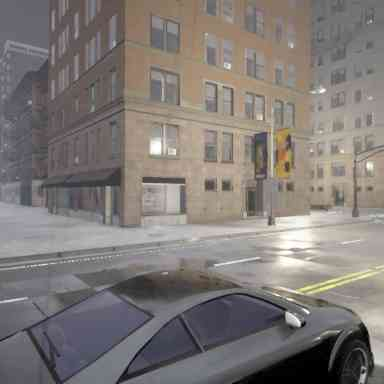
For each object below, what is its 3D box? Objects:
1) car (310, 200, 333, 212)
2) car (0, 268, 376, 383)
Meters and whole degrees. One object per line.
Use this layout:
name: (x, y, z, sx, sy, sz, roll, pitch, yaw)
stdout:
car: (13.762, 1.588, 38.497, 1.895, 1.301, 4.718, 0, 0, -36)
car: (0.122, 1.564, 3.546, 4.181, 1.385, 1.994, 0, 0, -36)
